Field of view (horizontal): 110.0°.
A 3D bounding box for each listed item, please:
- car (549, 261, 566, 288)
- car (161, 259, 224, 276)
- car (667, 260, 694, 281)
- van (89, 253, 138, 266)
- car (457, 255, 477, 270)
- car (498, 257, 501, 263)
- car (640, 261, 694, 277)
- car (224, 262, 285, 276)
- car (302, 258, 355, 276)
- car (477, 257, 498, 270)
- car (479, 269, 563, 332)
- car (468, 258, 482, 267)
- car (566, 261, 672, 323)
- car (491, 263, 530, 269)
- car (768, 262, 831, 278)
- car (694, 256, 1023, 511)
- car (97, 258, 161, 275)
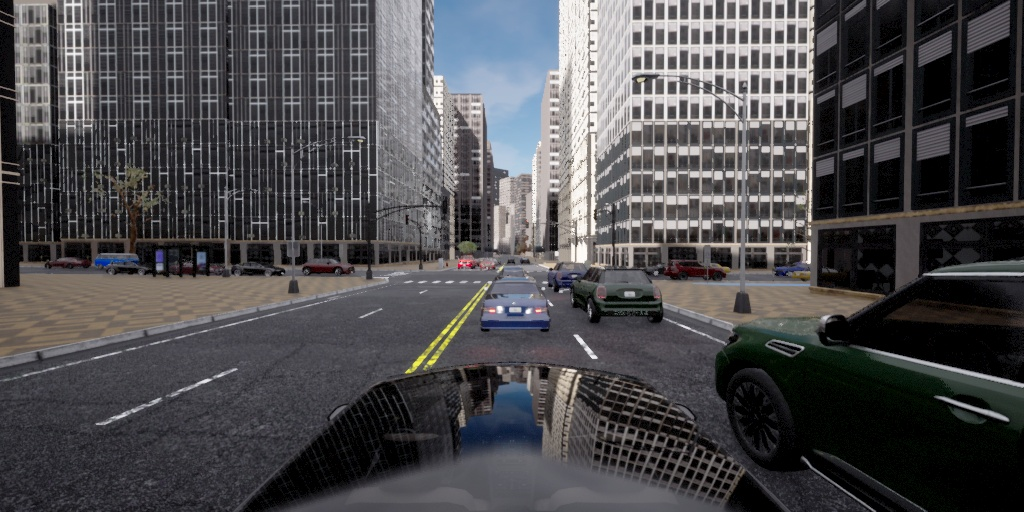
[{"bbox_3d":[3.306,1.091,21.129,2.097,1.767,4.553,0,0,0],"label":"car"},{"bbox_3d":[-28.484,1.136,32.371,4.207,1.307,1.802,0,0,1],"label":"car"},{"bbox_3d":[16.127,1.267,31.809,5.009,1.841,2.192,0,0,1],"label":"car"},{"bbox_3d":[-45.375,0.603,41.167,3.998,1.789,1.690,0,0,1],"label":"van"},{"bbox_3d":[-6.704,0.933,53.402,2.150,2.045,5.566,0,0,0],"label":"car"},{"bbox_3d":[-3.450,1.224,64.093,1.812,1.442,4.674,0,0,0],"label":"car"},{"bbox_3d":[16.218,1.364,37.609,4.892,1.490,1.837,0,1,-1],"label":"car"},{"bbox_3d":[-22.799,1.172,32.251,4.313,1.339,1.948,0,0,1],"label":"car"},{"bbox_3d":[-17.714,0.961,34.796,4.553,1.767,2.097,1,1,3],"label":"car"},{"bbox_3d":[-3.424,1.066,51.257,2.097,1.767,4.553,0,0,-1],"label":"car"},{"bbox_3d":[0.082,1.293,10.819,2.033,1.411,5.357,0,0,0],"label":"car"},{"bbox_3d":[-6.690,1.175,64.777,1.882,1.535,5.008,0,0,1],"label":"car"},{"bbox_3d":[3.327,1.097,12.264,2.097,1.767,4.553,0,0,0],"label":"car"},{"bbox_3d":[0.058,1.304,20.062,1.994,1.385,4.181,0,0,0],"label":"car"},{"bbox_3d":[29.870,1.457,37.377,5.008,1.535,1.882,0,1,1],"label":"car"},{"bbox_3d":[3.339,0.968,1.677,2.150,2.045,5.566,0,0,1],"label":"car"},{"bbox_3d":[-34.165,1.068,32.532,4.313,1.339,1.948,0,0,1],"label":"car"}]
